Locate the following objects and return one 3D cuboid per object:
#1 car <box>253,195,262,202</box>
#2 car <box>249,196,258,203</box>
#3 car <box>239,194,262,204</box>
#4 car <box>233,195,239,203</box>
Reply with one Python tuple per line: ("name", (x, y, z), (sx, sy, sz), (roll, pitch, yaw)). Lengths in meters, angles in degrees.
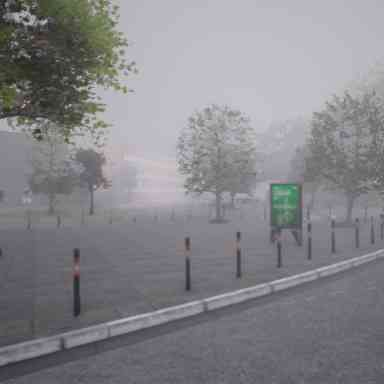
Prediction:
("car", (18.475, 1.831, 93.870), (2.097, 1.767, 4.553), (0, 0, 16))
("car", (15.568, 1.897, 83.829), (1.882, 1.535, 5.008), (0, -1, 16))
("car", (12.179, 1.615, 68.075), (2.097, 1.767, 4.553), (0, -1, -22))
("car", (12.248, 2.000, 84.052), (1.895, 1.301, 4.718), (0, -1, 16))
